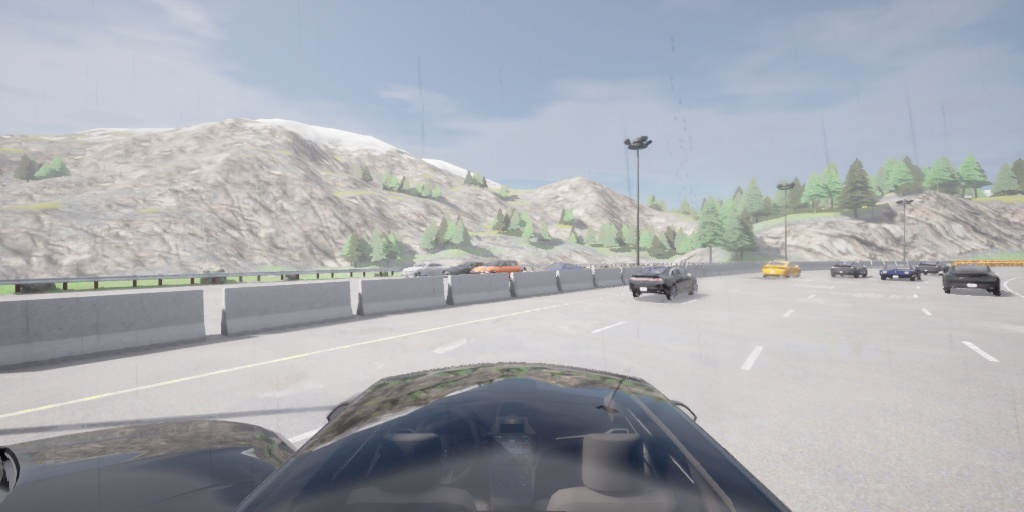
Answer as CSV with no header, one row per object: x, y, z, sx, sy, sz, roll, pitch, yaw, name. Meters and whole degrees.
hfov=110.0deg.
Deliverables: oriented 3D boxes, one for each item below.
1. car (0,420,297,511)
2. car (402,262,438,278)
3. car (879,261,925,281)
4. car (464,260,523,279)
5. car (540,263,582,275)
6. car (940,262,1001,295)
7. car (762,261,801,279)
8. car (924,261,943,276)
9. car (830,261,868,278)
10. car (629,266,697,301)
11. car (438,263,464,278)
-2.983,1.255,0.554,4.892,1.490,1.837,0,0,-45,car
-7.596,1.275,32.429,1.812,1.442,4.674,0,0,45,car
32.278,1.351,29.741,4.718,1.301,1.895,0,0,-35,car
-1.236,1.102,28.902,4.553,1.767,2.097,0,0,-45,car
4.007,1.275,29.158,4.674,1.442,1.812,0,0,-44,car
25.348,1.255,19.886,4.892,1.490,1.837,0,0,-40,car
24.740,1.227,32.836,5.008,1.535,1.882,0,0,-38,car
43.308,1.241,36.891,4.902,1.511,2.128,0,0,-31,car
31.370,1.241,33.367,4.902,1.511,2.128,0,0,-35,car
7.493,1.242,17.581,2.128,1.511,4.902,0,0,44,car
-3.649,1.254,31.445,4.892,1.490,1.837,0,0,-45,car
